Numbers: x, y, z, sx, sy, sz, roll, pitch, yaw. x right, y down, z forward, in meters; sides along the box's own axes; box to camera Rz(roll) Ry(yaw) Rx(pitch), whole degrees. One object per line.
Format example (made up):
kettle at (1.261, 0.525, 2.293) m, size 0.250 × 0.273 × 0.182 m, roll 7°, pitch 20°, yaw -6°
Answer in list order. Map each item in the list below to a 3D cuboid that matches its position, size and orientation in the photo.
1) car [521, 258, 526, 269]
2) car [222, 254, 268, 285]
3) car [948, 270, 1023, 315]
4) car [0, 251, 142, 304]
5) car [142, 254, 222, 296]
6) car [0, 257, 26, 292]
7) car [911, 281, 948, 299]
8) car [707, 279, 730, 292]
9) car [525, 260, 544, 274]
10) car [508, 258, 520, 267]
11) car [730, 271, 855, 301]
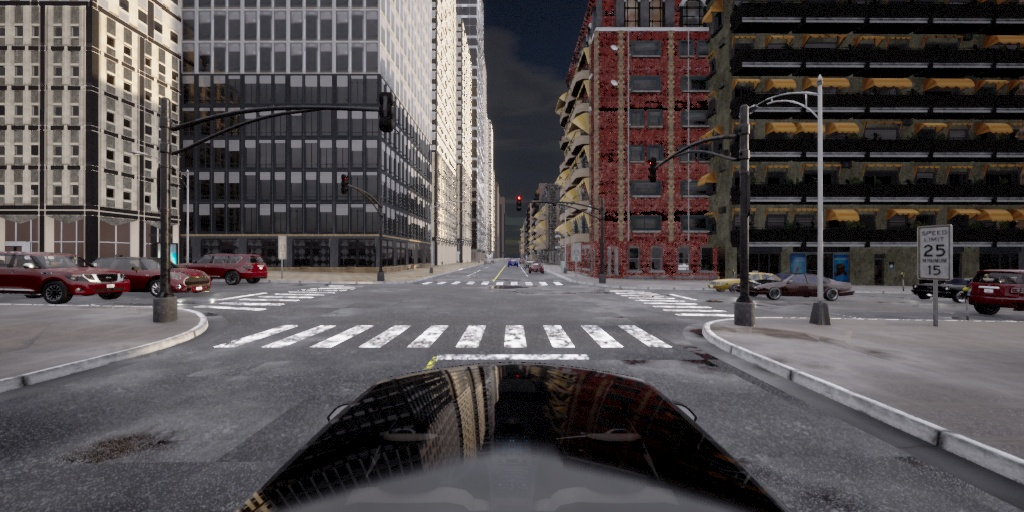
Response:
car at (2.757, 1.317, 54.651) m, size 2.007 × 1.370 × 4.403 m, roll 0°, pitch 0°, yaw 0°
car at (-17.684, 0.776, 21.780) m, size 5.009 × 1.841 × 2.192 m, roll 0°, pitch 0°, yaw 0°
car at (20.614, 1.461, 13.718) m, size 5.009 × 1.841 × 2.192 m, roll 0°, pitch 0°, yaw 0°
car at (-17.560, 0.757, 13.401) m, size 5.009 × 1.841 × 2.192 m, roll 0°, pitch 0°, yaw 0°
car at (-16.271, 0.825, 16.035) m, size 4.553 × 1.767 × 2.097 m, roll 1°, pitch 0°, yaw -2°
car at (-25.385, 0.781, 15.930) m, size 5.008 × 1.535 × 1.882 m, roll 1°, pitch 0°, yaw 0°
car at (24.886, 1.839, 19.507) m, size 4.718 × 1.301 × 1.895 m, roll 1°, pitch 0°, yaw -1°
car at (14.656, 1.587, 22.022) m, size 4.829 × 1.417 × 1.751 m, roll 0°, pitch 0°, yaw 0°
car at (2.791, 1.341, 41.734) m, size 1.802 × 1.307 × 4.207 m, roll 0°, pitch 0°, yaw 0°
car at (0.180, 1.251, 65.086) m, size 1.882 × 1.535 × 5.008 m, roll 0°, pitch 0°, yaw 0°
car at (15.256, 1.610, 19.435) m, size 5.357 × 1.411 × 2.033 m, roll 1°, pitch 0°, yaw 0°
